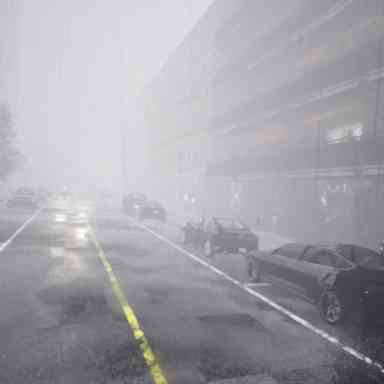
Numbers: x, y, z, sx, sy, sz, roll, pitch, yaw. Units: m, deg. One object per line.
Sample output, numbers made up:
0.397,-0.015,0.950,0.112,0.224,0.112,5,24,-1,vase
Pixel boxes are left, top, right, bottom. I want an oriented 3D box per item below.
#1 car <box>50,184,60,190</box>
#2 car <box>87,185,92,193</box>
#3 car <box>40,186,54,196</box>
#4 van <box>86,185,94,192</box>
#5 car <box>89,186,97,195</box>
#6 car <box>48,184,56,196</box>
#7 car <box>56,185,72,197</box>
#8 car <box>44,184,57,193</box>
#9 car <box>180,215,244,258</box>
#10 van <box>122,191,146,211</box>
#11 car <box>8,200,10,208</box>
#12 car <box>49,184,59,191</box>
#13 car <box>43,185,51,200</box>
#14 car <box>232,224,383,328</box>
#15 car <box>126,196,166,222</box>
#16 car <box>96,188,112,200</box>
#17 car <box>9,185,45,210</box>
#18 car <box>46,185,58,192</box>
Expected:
-34.519,-1.225,84.031,2.008,1.369,4.403,5,0,-20,car
-20.769,-0.195,71.021,2.008,1.369,4.403,5,0,-20,car
-22.715,-0.219,52.225,1.802,1.307,4.206,5,0,-20,car
-26.655,-0.892,86.922,1.690,1.788,3.998,5,0,-20,van
-18.803,-0.002,65.720,1.802,1.307,4.206,5,0,-20,car
-20.735,-0.199,46.925,1.967,1.590,4.097,5,0,-20,car
-19.894,-0.055,52.320,2.033,1.411,5.357,4,0,-20,car
-26.639,-0.685,62.829,1.967,1.590,4.097,5,0,-20,car
0.880,1.566,12.711,2.008,1.369,4.403,5,0,-20,car
-5.008,0.882,28.614,1.690,1.788,3.998,5,0,-20,van
-6.968,1.040,9.818,1.947,1.339,4.313,5,0,-20,car
-32.551,-1.068,78.730,1.887,1.381,4.507,5,0,-20,car
-16.811,0.263,36.324,1.802,1.307,4.206,5,0,-20,car
2.847,1.739,7.410,1.947,1.339,4.313,5,0,-20,car
-3.058,1.265,23.313,1.947,1.339,4.313,5,0,-20,car
-12.900,0.484,49.817,1.802,1.307,4.206,5,0,-20,car
-12.863,0.439,25.722,1.967,1.590,4.097,5,0,-20,car
-28.617,-0.722,68.129,1.947,1.339,4.313,5,0,-20,car
